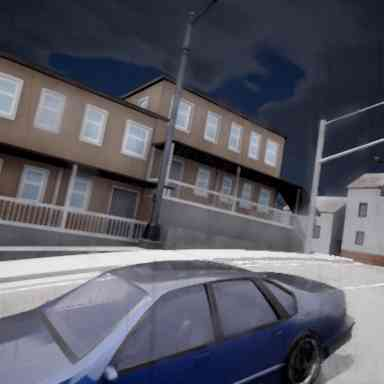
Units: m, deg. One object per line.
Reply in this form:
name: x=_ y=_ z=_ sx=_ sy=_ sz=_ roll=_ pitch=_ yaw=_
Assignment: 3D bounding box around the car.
car: x=-0.307 y=1.566 z=3.752 sx=5.357 sy=1.411 sz=2.033 roll=1 pitch=-1 yaw=-35
